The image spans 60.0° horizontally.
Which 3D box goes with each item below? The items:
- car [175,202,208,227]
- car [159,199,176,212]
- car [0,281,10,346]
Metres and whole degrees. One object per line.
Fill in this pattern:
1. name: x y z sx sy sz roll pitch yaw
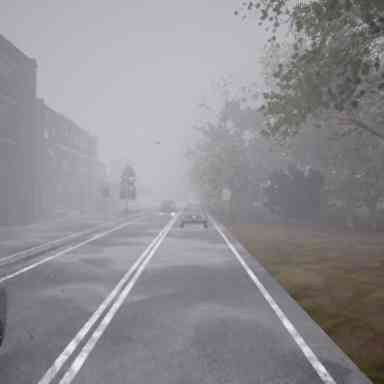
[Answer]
1. car: 0.133 1.653 23.471 2.033 1.411 5.357 0 -1 0
2. car: -3.219 1.755 44.322 2.097 1.767 4.553 0 -1 1
3. car: -3.348 1.505 2.499 1.837 1.490 4.892 0 0 0
